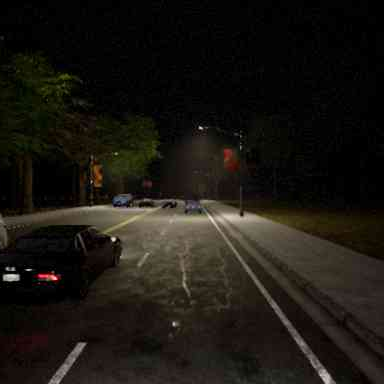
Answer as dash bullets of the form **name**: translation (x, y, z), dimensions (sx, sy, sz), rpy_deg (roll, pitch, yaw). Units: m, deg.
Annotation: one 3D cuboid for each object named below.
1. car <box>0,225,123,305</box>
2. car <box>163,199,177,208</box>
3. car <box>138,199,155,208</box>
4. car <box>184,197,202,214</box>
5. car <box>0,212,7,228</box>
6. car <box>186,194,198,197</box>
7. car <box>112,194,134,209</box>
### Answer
- **car**: translation (-3.148, 1.546, 8.318), dimensions (2.033, 1.411, 5.357), rpy_deg (0, 0, 0)
- **car**: translation (-3.145, 1.674, 48.613), dimensions (1.895, 1.301, 4.718), rpy_deg (0, 0, 0)
- **car**: translation (-6.570, 1.672, 48.106), dimensions (1.895, 1.301, 4.718), rpy_deg (0, 0, 0)
- **car**: translation (0.107, 1.583, 36.418), dimensions (2.033, 1.411, 5.357), rpy_deg (0, 0, 0)
- **car**: translation (-6.597, 1.220, 7.768), dimensions (2.150, 2.045, 5.566), rpy_deg (0, 0, 0)
- **car**: translation (0.007, 1.300, 49.835), dimensions (2.150, 2.045, 5.566), rpy_deg (0, 0, 0)
- **car**: translation (-9.819, 1.292, 47.863), dimensions (2.150, 2.045, 5.566), rpy_deg (0, 0, 0)
